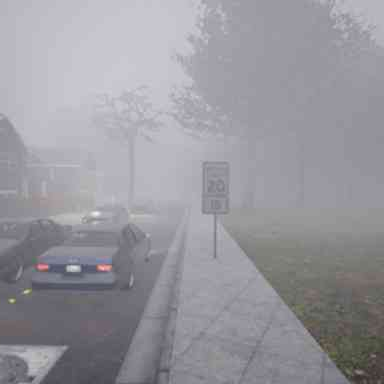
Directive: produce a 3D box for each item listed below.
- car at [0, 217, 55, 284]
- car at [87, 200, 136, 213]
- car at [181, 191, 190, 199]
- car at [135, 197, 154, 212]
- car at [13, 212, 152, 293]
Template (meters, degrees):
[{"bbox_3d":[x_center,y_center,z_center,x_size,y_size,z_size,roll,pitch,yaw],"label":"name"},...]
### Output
[{"bbox_3d":[-5.098,1.470,9.651,2.033,1.411,5.357,0,0,0],"label":"car"},{"bbox_3d":[-5.056,1.417,20.272,2.033,1.411,5.357,0,0,0],"label":"car"},{"bbox_3d":[-1.925,0.801,92.796,2.150,2.045,5.566,0,0,0],"label":"car"},{"bbox_3d":[-4.983,1.282,33.642,1.882,1.535,5.008,0,0,1],"label":"car"},{"bbox_3d":[-2.250,1.497,8.844,2.033,1.411,5.357,0,0,0],"label":"car"}]
